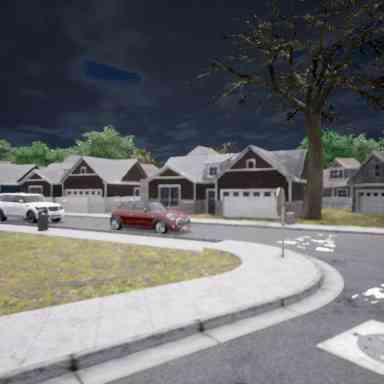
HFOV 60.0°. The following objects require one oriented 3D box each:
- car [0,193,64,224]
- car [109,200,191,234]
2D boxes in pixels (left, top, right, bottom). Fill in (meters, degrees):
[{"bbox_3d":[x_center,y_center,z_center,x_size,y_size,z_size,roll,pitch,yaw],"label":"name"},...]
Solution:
[{"bbox_3d":[-11.580,1.097,23.518,5.566,2.045,2.150,0,0,29],"label":"car"},{"bbox_3d":[-2.294,1.264,18.284,4.553,1.767,2.097,0,0,30],"label":"car"}]
